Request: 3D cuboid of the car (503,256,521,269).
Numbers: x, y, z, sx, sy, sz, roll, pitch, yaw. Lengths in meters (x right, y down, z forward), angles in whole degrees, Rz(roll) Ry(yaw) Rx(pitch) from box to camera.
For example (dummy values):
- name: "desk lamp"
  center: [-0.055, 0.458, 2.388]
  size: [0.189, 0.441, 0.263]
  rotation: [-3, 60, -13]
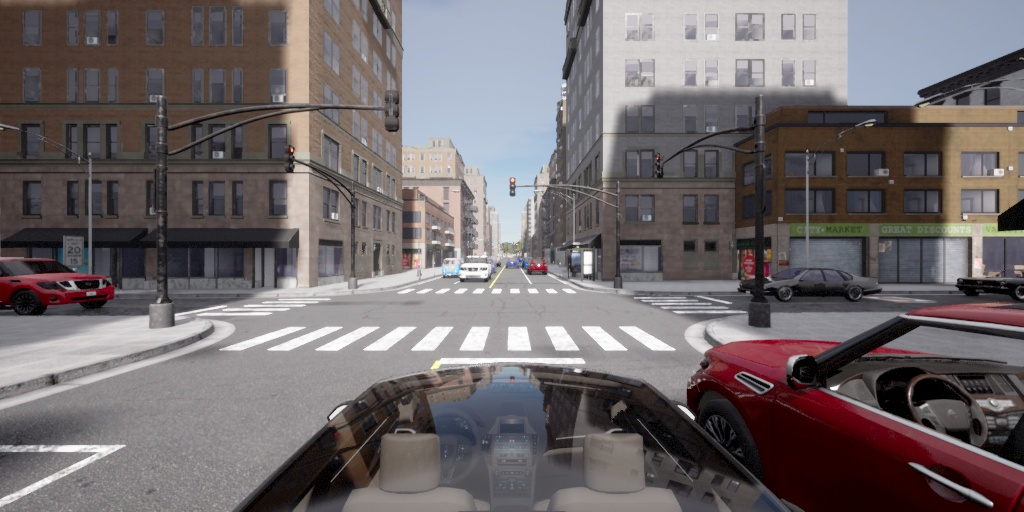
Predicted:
- name: "car"
  center: [0.045, 1.094, 57.985]
  size: [2.097, 1.767, 4.553]
  rotation: [0, 0, 1]

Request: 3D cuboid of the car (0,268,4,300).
- name: "car"
  center: [-26.763, 1.349, 16.081]
  size: [4.902, 1.511, 2.128]
  rotation: [0, 0, 0]

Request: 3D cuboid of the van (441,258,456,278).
- name: "van"
  center: [-5.410, 1.087, 33.240]
  size: [1.690, 1.789, 3.998]
  rotation: [0, 0, 0]

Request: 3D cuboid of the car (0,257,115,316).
- name: "car"
  center: [-18.199, 1.044, 13.149]
  size: [5.566, 2.045, 2.150]
  rotation: [0, 0, 0]

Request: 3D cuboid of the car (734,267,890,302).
- name: "car"
  center: [13.288, 1.232, 16.150]
  size: [5.357, 1.411, 2.033]
  rotation: [0, 0, 0]

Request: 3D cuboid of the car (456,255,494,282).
- name: "car"
  center: [-2.852, 0.969, 28.971]
  size: [2.150, 2.045, 5.566]
  rotation: [0, 0, 0]

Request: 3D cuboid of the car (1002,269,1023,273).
- name: "car"
  center: [23.278, 1.243, 16.164]
  size: [4.718, 1.301, 1.895]
  rotation: [0, 0, 0]

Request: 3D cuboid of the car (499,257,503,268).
- name: "car"
  center: [-2.761, 1.342, 61.890]
  size: [1.895, 1.301, 4.718]
  rotation: [0, 0, 0]

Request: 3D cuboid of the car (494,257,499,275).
- name: "car"
  center: [-2.851, 1.098, 39.772]
  size: [2.097, 1.767, 4.553]
  rotation: [0, 0, 0]

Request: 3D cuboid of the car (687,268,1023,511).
- name: "car"
  center: [2.637, 1.065, 1.277]
  size: [2.192, 1.841, 5.009]
  rotation: [0, 0, 0]

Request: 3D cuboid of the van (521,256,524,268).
- name: "van"
  center: [2.686, 1.083, 54.867]
  size: [1.690, 1.789, 3.998]
  rotation: [0, 0, 0]

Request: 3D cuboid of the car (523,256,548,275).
- name: "car"
  center: [2.702, 1.060, 38.648]
  size: [2.192, 1.841, 5.009]
  rotation: [0, 0, 0]
